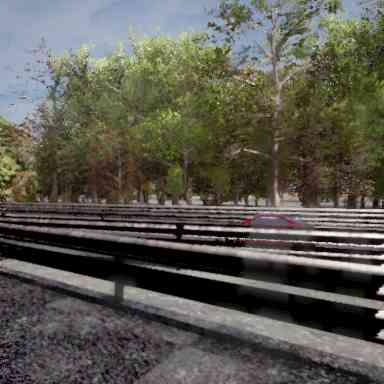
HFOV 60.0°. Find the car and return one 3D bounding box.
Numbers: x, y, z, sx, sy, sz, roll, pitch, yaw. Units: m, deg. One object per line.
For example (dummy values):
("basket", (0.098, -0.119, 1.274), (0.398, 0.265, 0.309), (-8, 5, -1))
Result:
("car", (3.063, 1.606, 14.058), (4.181, 1.385, 1.994), (0, 0, 22))
